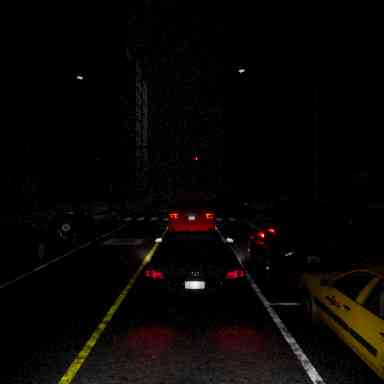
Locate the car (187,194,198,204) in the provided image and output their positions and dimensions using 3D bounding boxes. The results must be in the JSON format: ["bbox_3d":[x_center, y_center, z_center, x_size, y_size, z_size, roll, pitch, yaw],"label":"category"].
[{"bbox_3d":[0.051,1.370,64.438,2.097,1.767,4.553,0,0,0],"label":"car"}]

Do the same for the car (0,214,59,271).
[{"bbox_3d":[-5.771,1.545,9.577,1.887,1.381,4.507,0,0,0],"label":"car"}]

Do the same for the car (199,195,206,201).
[{"bbox_3d":[2.701,1.557,85.262,1.752,1.417,4.829,0,0,0],"label":"car"}]

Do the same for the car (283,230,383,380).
[{"bbox_3d":[2.758,1.525,4.298,1.752,1.417,4.829,0,0,0],"label":"car"}]

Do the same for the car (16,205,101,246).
[{"bbox_3d":[-5.775,1.441,15.034,1.967,1.590,4.097,0,0,0],"label":"car"}]

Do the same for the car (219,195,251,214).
[{"bbox_3d":[3.798,1.309,37.031,5.566,2.045,2.150,2,3,23],"label":"car"}]

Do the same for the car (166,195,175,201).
[{"bbox_3d":[-5.828,1.586,90.524,2.008,1.369,4.403,0,0,0],"label":"car"}]

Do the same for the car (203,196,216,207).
[{"bbox_3d":[2.724,1.452,52.467,1.967,1.590,4.097,0,0,0],"label":"car"}]

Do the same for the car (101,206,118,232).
[{"bbox_3d":[-5.778,1.527,20.321,1.752,1.417,4.829,0,0,0],"label":"car"}]

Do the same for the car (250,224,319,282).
[{"bbox_3d":[2.754,1.566,9.585,1.947,1.339,4.313,0,0,0],"label":"car"}]

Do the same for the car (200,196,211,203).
[{"bbox_3d":[2.713,1.571,68.779,2.008,1.369,4.403,0,0,0],"label":"car"}]

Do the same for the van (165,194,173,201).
[{"bbox_3d":[-5.824,1.373,85.087,1.690,1.788,3.998,0,0,0],"label":"van"}]

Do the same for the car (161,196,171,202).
[{"bbox_3d":[-5.816,1.549,74.041,1.752,1.417,4.829,0,0,0],"label":"car"}]

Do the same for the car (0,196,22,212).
[{"bbox_3d":[-17.941,1.172,31.941,4.902,1.511,2.128,1,0,0],"label":"car"}]

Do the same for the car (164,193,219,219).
[{"bbox_3d":[-0.009,1.223,17.131,2.150,2.045,5.566,0,0,0],"label":"car"}]

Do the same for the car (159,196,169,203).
[{"bbox_3d":[-5.812,1.603,68.773,1.802,1.307,4.206,0,0,0],"label":"car"}]

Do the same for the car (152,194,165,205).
[{"bbox_3d":[-5.805,1.330,57.899,2.192,1.841,5.009,0,0,0],"label":"car"}]

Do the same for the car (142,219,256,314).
[{"bbox_3d":[0.054,1.564,7.711,1.994,1.385,4.181,0,0,0],"label":"car"}]

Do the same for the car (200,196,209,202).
[{"bbox_3d":[2.709,1.569,74.217,1.887,1.381,4.507,0,0,0],"label":"car"}]
